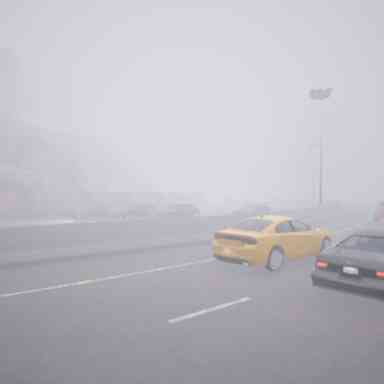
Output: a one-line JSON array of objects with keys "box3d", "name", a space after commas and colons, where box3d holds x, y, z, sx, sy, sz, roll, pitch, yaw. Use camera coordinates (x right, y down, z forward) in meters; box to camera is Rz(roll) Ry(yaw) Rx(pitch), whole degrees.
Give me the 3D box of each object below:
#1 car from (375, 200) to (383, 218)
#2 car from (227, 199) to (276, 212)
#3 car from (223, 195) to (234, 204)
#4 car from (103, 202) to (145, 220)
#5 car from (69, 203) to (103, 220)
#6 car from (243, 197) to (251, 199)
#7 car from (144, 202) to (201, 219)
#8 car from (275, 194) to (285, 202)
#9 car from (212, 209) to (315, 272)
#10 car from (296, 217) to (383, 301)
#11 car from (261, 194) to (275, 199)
[{"box3d": [16.486, 1.459, 27.613, 2.097, 1.767, 4.553, 0, 0, 32], "name": "car"}, {"box3d": [5.579, 1.679, 30.192, 2.033, 1.411, 5.357, 0, 0, 35], "name": "car"}, {"box3d": [7.564, 1.516, 68.380, 2.097, 1.767, 4.553, 0, 0, 3], "name": "car"}, {"box3d": [-4.771, 1.640, 28.425, 1.837, 1.490, 4.892, 0, 0, 41], "name": "car"}, {"box3d": [-8.619, 1.708, 29.406, 1.994, 1.385, 4.181, 0, 0, 43], "name": "car"}, {"box3d": [10.977, 1.841, 65.969, 1.837, 1.490, 4.892, 0, 0, 4], "name": "car"}, {"box3d": [-1.254, 1.630, 27.158, 1.837, 1.490, 4.892, 0, 0, 40], "name": "car"}, {"box3d": [18.077, 1.467, 70.089, 2.150, 2.045, 5.566, 0, 0, 3], "name": "car"}, {"box3d": [2.830, 1.526, 11.085, 5.008, 1.535, 1.882, 0, 0, -42], "name": "car"}, {"box3d": [4.939, 1.580, 8.168, 5.357, 1.411, 2.033, 0, 0, -42], "name": "car"}, {"box3d": [14.385, 1.668, 64.932, 2.097, 1.767, 4.553, 0, 0, 5], "name": "car"}]
